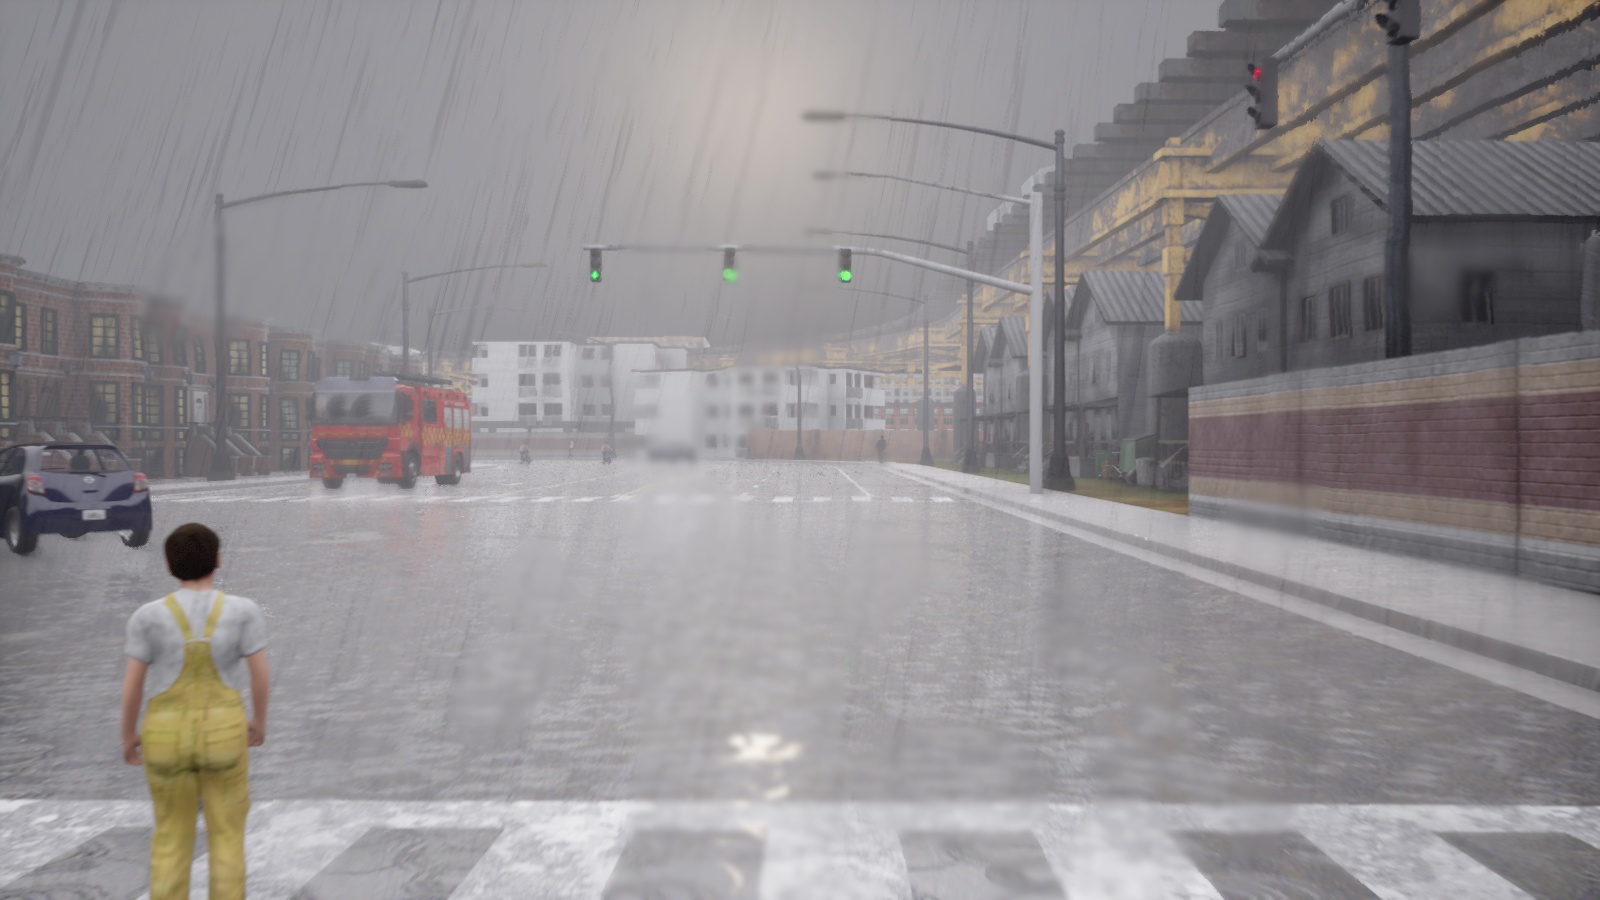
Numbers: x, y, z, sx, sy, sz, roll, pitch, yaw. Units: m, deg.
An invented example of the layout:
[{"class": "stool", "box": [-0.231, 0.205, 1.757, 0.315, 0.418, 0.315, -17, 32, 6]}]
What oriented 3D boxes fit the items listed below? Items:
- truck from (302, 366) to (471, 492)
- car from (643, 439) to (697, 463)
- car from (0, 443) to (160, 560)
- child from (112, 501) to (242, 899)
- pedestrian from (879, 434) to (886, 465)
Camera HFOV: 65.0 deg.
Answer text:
[{"class": "truck", "box": [-13.735, -0.669, 42.578, 2.891, 3.827, 8.468, 0, 0, 0]}, {"class": "car", "box": [-9.670, 0.071, 93.369, 2.097, 1.767, 4.553, 0, 0, -34]}, {"class": "car", "box": [-10.891, 0.650, 18.033, 3.633, 1.501, 1.845, 0, 0, 42]}, {"class": "child", "box": [-1.779, 0.790, 3.614, 0.270, 1.263, 0.437, 0, 0, -18]}, {"class": "pedestrian", "box": [5.123, -0.034, 77.989, 0.395, 1.930, 0.692, 0, 0, -3]}]
